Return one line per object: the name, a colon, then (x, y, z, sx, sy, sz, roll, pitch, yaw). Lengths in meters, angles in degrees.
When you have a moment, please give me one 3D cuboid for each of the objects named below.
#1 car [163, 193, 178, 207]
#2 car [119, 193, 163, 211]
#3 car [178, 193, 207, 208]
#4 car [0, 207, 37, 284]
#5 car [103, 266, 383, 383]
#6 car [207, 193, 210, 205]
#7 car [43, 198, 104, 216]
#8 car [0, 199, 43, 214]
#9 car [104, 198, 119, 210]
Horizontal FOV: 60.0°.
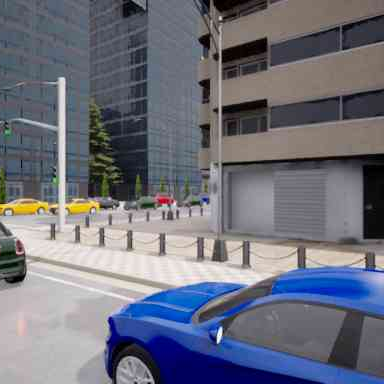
car: (-4.896, 1.164, 47.689, 2.150, 2.045, 5.566, 0, 0, 35)
car: (-6.095, 1.294, 40.064, 2.097, 1.767, 4.553, 0, 0, 36)
car: (-0.288, 1.294, 48.073, 2.097, 1.767, 4.553, 0, 0, 36)
car: (-6.209, 1.351, 8.413, 4.553, 1.767, 2.097, 0, 0, 36)
car: (1.287, 1.478, 3.073, 5.008, 1.535, 1.882, 0, 0, 36)
car: (1.127, 1.164, 55.958, 2.150, 2.045, 5.566, 0, 0, 36)
car: (-11.465, 1.420, 32.645, 1.882, 1.535, 5.008, 0, 0, 36)
car: (-16.320, 1.420, 31.915, 1.882, 1.535, 5.008, 0, 0, 36)
car: (-10.807, 1.433, 39.524, 2.128, 1.511, 4.902, 0, 0, 36)
